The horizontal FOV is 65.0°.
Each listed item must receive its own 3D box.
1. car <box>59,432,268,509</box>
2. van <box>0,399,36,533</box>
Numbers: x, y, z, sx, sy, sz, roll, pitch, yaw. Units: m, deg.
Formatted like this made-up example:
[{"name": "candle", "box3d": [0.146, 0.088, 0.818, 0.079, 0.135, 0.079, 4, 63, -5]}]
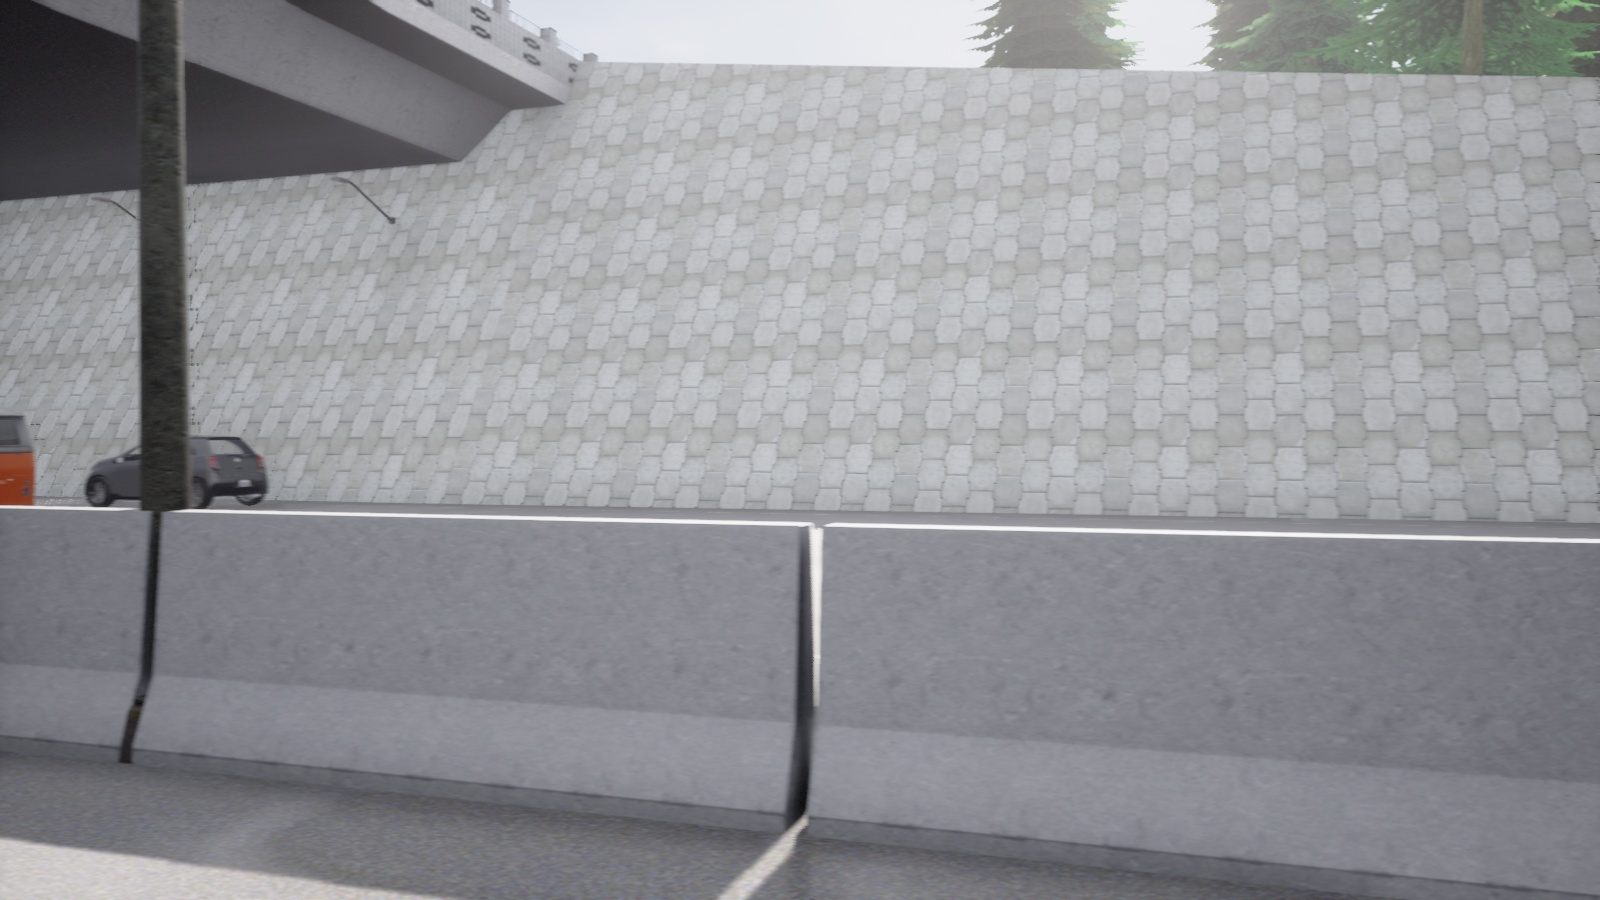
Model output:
[{"name": "car", "box3d": [-13.209, 0.372, 26.099, 3.633, 1.501, 1.845, 0, 1, 19]}, {"name": "van", "box3d": [-14.021, 0.222, 18.984, 4.442, 1.987, 1.775, 1, 1, 19]}]
